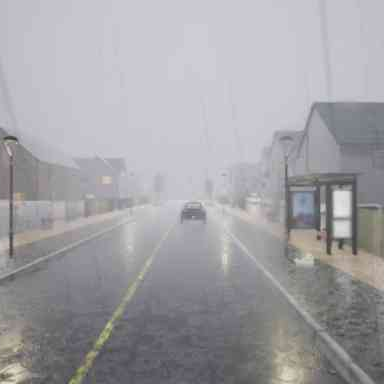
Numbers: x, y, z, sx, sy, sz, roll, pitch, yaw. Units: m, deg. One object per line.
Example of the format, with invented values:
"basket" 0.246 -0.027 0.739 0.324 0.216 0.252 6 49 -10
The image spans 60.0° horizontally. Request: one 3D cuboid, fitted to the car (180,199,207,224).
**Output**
"car" 0.107 1.515 25.134 2.128 1.511 4.902 0 0 0
